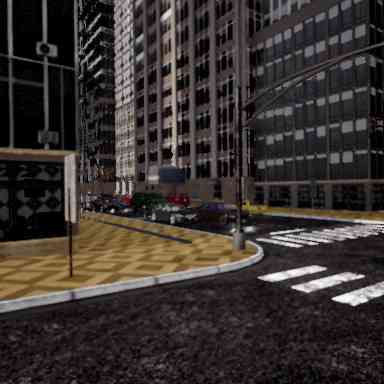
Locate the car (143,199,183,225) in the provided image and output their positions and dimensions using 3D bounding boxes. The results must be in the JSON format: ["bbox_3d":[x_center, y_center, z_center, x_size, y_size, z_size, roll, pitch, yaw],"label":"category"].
[{"bbox_3d":[-1.378,1.464,23.480,2.008,1.369,4.403,-1,1,-35],"label":"car"}]

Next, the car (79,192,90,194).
[{"bbox_3d":[-18.302,1.087,57.951,1.895,1.301,4.718,-1,1,-35],"label":"car"}]

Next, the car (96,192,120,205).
[{"bbox_3d":[-12.704,0.926,49.931,2.097,1.767,4.553,-1,1,-34],"label":"car"}]

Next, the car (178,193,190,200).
[{"bbox_3d":[-2.144,0.978,39.286,2.192,1.841,5.009,-1,1,-35],"label":"car"}]

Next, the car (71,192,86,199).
[{"bbox_3d":[-24.577,0.747,71.785,1.967,1.590,4.097,0,1,-35],"label":"car"}]

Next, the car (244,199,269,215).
[{"bbox_3d":[4.613,1.293,29.434,1.752,1.417,4.829,-1,1,-35],"label":"car"}]

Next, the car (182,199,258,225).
[{"bbox_3d":[1.812,1.436,23.353,2.033,1.411,5.357,-1,1,-35],"label":"car"}]

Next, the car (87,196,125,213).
[{"bbox_3d":[-9.015,1.362,34.495,1.947,1.339,4.313,-1,1,-35],"label":"car"}]

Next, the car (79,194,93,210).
[{"bbox_3d":[-12.221,1.297,39.138,2.008,1.369,4.403,0,1,-35],"label":"car"}]

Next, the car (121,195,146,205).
[{"bbox_3d":[-8.552,1.108,48.574,1.887,1.381,4.507,-1,1,-35],"label":"car"}]

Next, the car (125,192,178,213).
[{"bbox_3d":[-3.959,1.022,31.708,2.150,2.045,5.566,-1,1,-35],"label":"car"}]

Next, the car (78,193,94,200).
[{"bbox_3d":[-21.373,0.903,67.143,1.887,1.381,4.507,0,1,-35],"label":"car"}]

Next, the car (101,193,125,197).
[{"bbox_3d":[-9.440,1.068,39.671,2.097,1.767,4.553,-1,1,-35],"label":"car"}]

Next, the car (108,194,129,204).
[{"bbox_3d":[-11.758,1.094,53.216,1.802,1.307,4.206,-1,1,-35],"label":"car"}]
